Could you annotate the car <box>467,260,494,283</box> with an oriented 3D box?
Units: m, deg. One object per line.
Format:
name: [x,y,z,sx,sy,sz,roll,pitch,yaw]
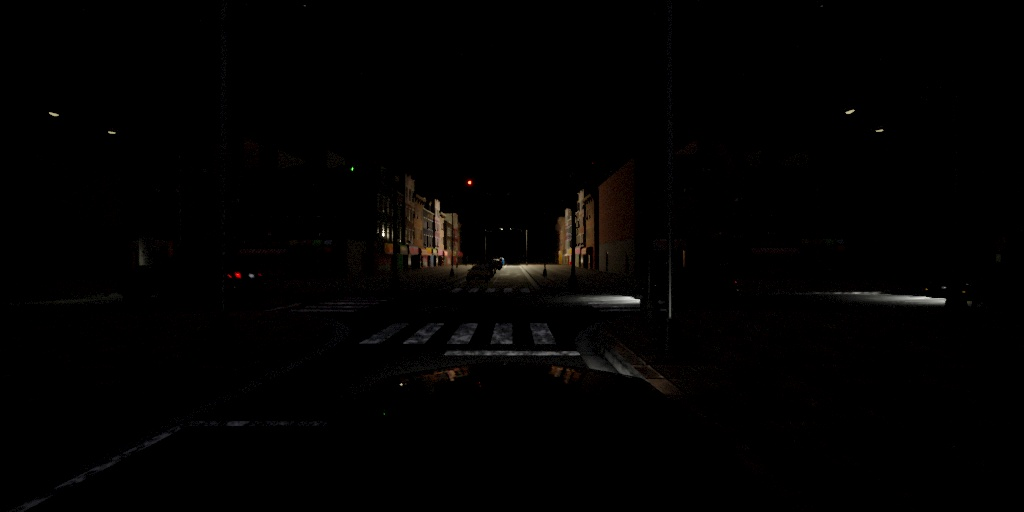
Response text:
car: [-2.622,1.294,28.686,1.751,1.417,4.829,0,0,0]

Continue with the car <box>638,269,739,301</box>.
car: [8.087,1.309,16.669,4.181,1.385,1.994,0,0,0]

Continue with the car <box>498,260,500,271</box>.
car: [-2.616,1.369,40.066,1.802,1.307,4.207,0,0,0]

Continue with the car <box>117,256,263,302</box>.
car: [-14.808,1.012,16.717,5.566,2.045,2.150,0,0,0]

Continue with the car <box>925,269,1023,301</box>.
car: [22.053,1.283,16.639,4.181,1.385,1.994,0,0,0]

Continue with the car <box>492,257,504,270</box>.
car: [-2.610,1.252,51.276,1.967,1.591,4.097,0,0,0]

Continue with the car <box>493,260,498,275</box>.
car: [-2.619,1.322,34.461,1.888,1.381,4.507,0,0,0]
